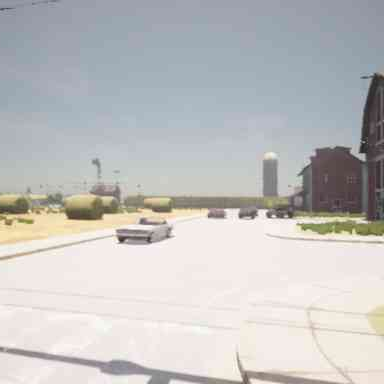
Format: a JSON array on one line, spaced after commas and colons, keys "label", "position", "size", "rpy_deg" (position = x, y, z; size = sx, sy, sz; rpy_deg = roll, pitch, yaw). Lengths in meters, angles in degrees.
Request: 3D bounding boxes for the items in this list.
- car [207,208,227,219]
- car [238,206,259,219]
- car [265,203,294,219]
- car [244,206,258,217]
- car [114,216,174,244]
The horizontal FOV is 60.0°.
[{"label": "car", "position": [3.173, 2.725, 42.120], "size": [1.994, 1.385, 4.181], "rpy_deg": [0, -2, 14]}, {"label": "car", "position": [7.064, 2.693, 42.878], "size": [2.128, 1.511, 4.902], "rpy_deg": [0, -2, 14]}, {"label": "car", "position": [11.363, 2.461, 43.149], "size": [1.905, 1.878, 3.866], "rpy_deg": [-5, 0, -29]}, {"label": "car", "position": [9.354, 3.047, 52.462], "size": [1.837, 1.490, 4.892], "rpy_deg": [0, -1, 14]}, {"label": "car", "position": [-2.538, 2.062, 18.669], "size": [1.895, 1.301, 4.718], "rpy_deg": [0, -2, 14]}]
